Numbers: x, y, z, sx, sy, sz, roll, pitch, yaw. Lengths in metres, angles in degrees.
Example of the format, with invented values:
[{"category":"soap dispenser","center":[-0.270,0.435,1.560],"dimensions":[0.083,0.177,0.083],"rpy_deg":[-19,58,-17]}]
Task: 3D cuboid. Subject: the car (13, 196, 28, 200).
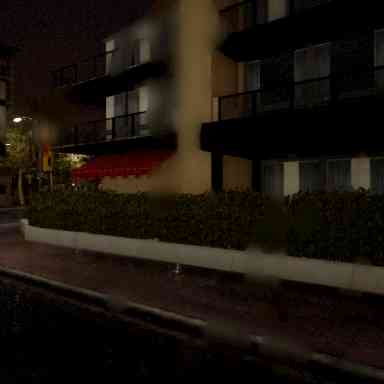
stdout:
[{"category":"car","center":[-36.180,1.480,67.980],"dimensions":[4.892,1.521,2.231],"rpy_deg":[0,0,36]}]
